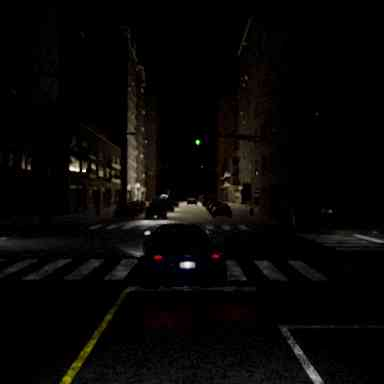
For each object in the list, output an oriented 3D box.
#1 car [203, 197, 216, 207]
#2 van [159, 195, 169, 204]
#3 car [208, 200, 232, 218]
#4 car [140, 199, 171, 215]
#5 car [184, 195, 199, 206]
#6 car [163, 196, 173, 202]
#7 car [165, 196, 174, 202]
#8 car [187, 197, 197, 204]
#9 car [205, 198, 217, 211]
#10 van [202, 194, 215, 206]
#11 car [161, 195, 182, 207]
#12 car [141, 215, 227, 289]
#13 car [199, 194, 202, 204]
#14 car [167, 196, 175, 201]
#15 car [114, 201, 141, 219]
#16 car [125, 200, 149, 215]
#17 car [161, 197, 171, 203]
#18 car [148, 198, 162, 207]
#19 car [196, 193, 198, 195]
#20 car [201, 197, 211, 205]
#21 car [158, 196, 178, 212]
[{"bbox_3d":[2.671,1.675,41.519,1.802,1.307,4.206,1,0,0],"label":"car"},{"bbox_3d":[-5.855,1.505,69.891,1.690,1.788,3.998,1,0,0],"label":"van"},{"bbox_3d":[2.672,1.649,30.172,1.802,1.307,4.206,1,0,0],"label":"car"},{"bbox_3d":[-3.147,1.614,29.825,2.033,1.411,5.357,0,0,-3],"label":"car"},{"bbox_3d":[0.006,1.685,59.517,2.033,1.411,5.357,0,0,0],"label":"car"},{"bbox_3d":[-5.858,1.744,81.236,2.008,1.369,4.403,1,0,0],"label":"car"},{"bbox_3d":[-5.859,1.774,86.909,1.947,1.339,4.313,1,0,0],"label":"car"},{"bbox_3d":[-0.006,1.760,70.216,1.895,1.301,4.718,0,0,0],"label":"car"},{"bbox_3d":[2.671,1.662,35.845,1.802,1.307,4.206,1,0,0],"label":"car"},{"bbox_3d":[2.673,1.447,47.193,1.690,1.788,3.998,1,0,0],"label":"van"},{"bbox_3d":[-3.051,1.465,49.821,2.097,1.767,4.553,0,0,1],"label":"car"},{"bbox_3d":[-0.383,1.580,9.352,1.994,1.385,4.181,0,0,-8],"label":"car"},{"bbox_3d":[2.672,1.435,52.866,2.192,1.841,5.009,1,0,0],"label":"car"},{"bbox_3d":[-5.859,1.788,92.582,1.947,1.339,4.313,1,0,0],"label":"car"},{"bbox_3d":[-5.854,1.612,30.181,1.887,1.381,4.507,1,0,0],"label":"car"},{"bbox_3d":[-5.854,1.625,35.854,1.887,1.381,4.507,1,0,0],"label":"car"},{"bbox_3d":[-5.858,1.761,75.563,1.802,1.307,4.206,1,0,0],"label":"car"},{"bbox_3d":[-5.856,1.703,52.872,1.802,1.307,4.206,1,0,0],"label":"car"},{"bbox_3d":[2.669,1.523,86.907,2.192,1.841,5.009,1,0,0],"label":"car"},{"bbox_3d":[2.669,1.731,64.212,1.802,1.307,4.206,1,0,0],"label":"car"},{"bbox_3d":[-3.094,1.567,39.790,1.882,1.535,5.008,0,0,0],"label":"car"}]
